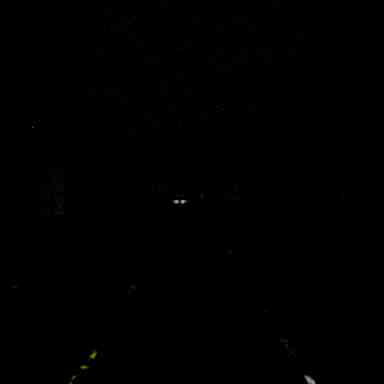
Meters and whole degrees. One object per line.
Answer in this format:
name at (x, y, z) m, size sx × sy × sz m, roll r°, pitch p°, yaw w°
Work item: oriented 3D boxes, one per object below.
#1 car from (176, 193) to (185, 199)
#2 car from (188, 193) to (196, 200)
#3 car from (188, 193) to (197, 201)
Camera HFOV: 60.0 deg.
car at (-2.712, 0.892, 77.676) m, size 1.812 × 1.442 × 4.674 m, roll 0°, pitch 0°, yaw 0°
car at (0.038, 1.023, 83.470) m, size 2.097 × 1.767 × 4.553 m, roll 0°, pitch 0°, yaw 0°
car at (0.036, 1.282, 73.482) m, size 1.812 × 1.442 × 4.674 m, roll 0°, pitch 0°, yaw 0°
